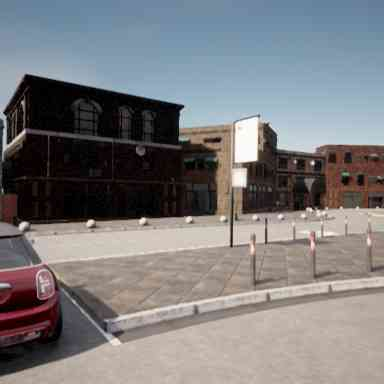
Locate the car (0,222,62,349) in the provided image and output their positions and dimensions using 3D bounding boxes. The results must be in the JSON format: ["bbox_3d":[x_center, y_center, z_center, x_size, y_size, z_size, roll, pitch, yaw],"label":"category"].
[{"bbox_3d":[-3.787,1.293,5.644,2.185,1.767,4.553,0,0,-36],"label":"car"}]
